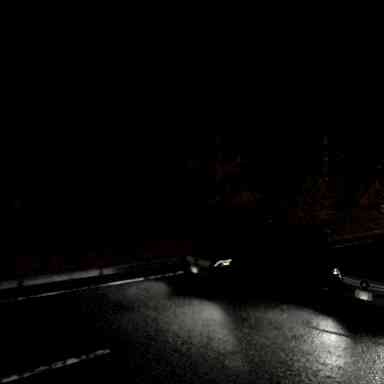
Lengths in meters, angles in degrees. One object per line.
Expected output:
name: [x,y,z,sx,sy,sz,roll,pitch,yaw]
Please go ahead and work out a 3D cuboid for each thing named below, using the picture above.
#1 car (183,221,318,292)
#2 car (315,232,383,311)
car: [1.944,1.553,9.125,4.674,1.442,1.812,0,0,-36]
car: [4.919,1.568,7.269,4.674,1.442,1.812,0,0,-36]
